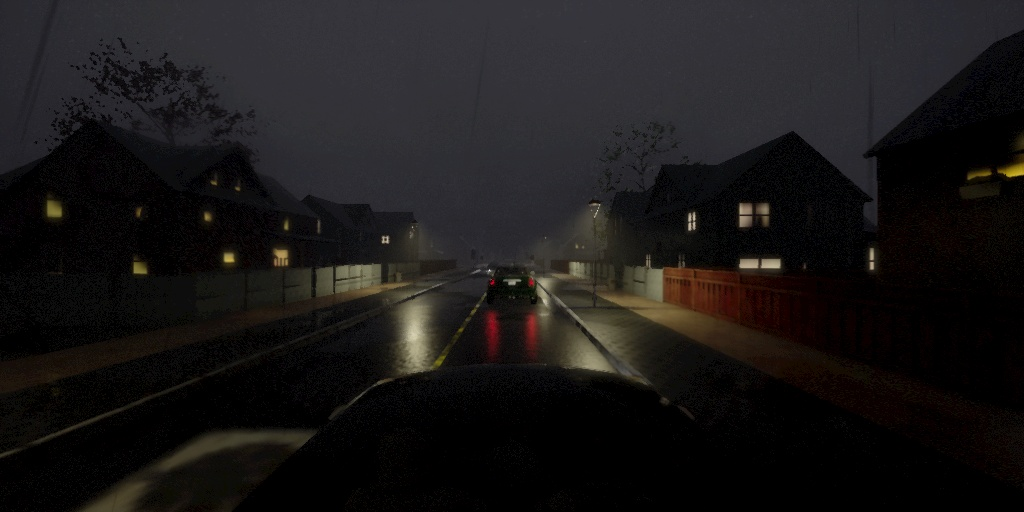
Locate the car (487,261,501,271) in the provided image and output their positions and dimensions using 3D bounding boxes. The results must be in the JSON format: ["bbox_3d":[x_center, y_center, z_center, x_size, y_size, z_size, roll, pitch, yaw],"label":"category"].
[{"bbox_3d":[-2.750,1.507,55.503,1.994,1.385,4.181,0,0,0],"label":"car"}]

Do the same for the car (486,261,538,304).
[{"bbox_3d":[0.000,1.114,16.470,2.097,1.767,4.553,0,0,0],"label":"car"}]
